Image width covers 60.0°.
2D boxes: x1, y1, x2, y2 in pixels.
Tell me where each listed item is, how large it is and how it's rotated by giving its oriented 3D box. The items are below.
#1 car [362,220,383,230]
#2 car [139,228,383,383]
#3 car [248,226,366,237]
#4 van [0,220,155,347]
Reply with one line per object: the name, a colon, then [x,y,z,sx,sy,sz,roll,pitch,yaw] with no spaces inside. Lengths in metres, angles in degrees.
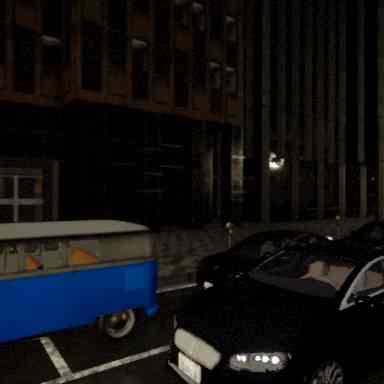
car: [6.733,1.678,11.460,4.313,1.339,1.947,1,-1,-36]
car: [1.968,1.531,4.784,4.902,1.511,2.128,1,0,-36]
car: [2.146,1.625,8.185,4.313,1.339,1.947,1,-1,-36]
van: [-2.440,1.349,4.912,3.998,1.788,1.690,1,-1,-36]
